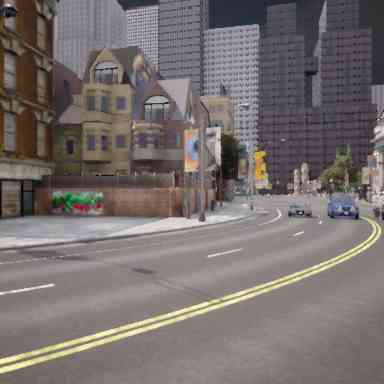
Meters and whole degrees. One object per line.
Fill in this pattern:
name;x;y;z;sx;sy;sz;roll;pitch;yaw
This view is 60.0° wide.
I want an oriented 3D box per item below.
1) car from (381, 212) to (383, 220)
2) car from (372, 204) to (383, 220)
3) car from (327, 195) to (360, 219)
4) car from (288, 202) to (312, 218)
car;9.152;1.530;13.566;1.812;1.442;4.674;0;0;36
car;16.243;1.613;27.358;1.895;1.301;4.718;0;0;18
car;13.157;1.323;29.190;2.150;2.045;5.566;0;0;17
car;9.826;1.597;30.265;1.994;1.385;4.181;0;0;17
